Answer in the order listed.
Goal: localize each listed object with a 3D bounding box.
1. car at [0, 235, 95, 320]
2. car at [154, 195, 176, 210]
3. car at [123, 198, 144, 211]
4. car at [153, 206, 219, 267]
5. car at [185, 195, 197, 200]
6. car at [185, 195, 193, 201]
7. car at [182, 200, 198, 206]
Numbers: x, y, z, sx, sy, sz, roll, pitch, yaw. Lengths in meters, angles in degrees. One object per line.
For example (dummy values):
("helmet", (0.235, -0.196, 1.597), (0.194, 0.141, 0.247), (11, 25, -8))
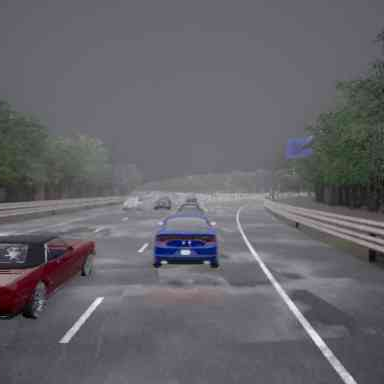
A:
("car", (-3.606, 1.580, 7.232), (1.895, 1.301, 4.718), (0, 0, 0))
("car", (-3.471, 1.462, 40.645), (2.033, 1.411, 5.357), (0, 0, 0))
("car", (-6.978, 1.425, 39.896), (1.812, 1.442, 4.674), (0, 0, 0))
("car", (-0.174, 1.467, 11.406), (1.882, 1.535, 5.008), (0, 0, 0))
("car", (-0.098, 1.273, 61.218), (2.097, 1.767, 4.553), (0, 0, -1))
("car", (-0.703, 1.446, 85.168), (1.882, 1.535, 5.008), (0, 0, -2))
("car", (-0.145, 1.532, 23.773), (1.994, 1.385, 4.181), (0, 0, 0))
